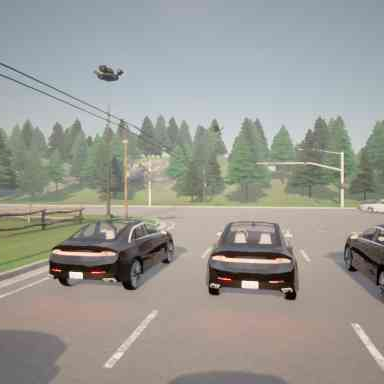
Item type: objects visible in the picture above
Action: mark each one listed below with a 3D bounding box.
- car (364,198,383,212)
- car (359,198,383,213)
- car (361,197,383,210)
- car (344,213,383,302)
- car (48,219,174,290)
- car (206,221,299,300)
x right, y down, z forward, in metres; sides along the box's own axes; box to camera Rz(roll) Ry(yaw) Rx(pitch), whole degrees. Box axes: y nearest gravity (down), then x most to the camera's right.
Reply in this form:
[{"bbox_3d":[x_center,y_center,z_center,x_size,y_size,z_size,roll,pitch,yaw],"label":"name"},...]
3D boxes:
[{"bbox_3d":[22.760,1.492,38.152,4.902,1.511,2.128,0,0,12],"label":"car"},{"bbox_3d":[20.219,1.525,35.109,4.674,1.442,1.812,0,0,12],"label":"car"},{"bbox_3d":[24.031,1.477,41.462,5.008,1.535,1.882,0,0,12],"label":"car"},{"bbox_3d":[4.994,1.491,7.802,2.128,1.511,4.902,0,0,12],"label":"car"},{"bbox_3d":[-1.871,1.491,9.178,2.128,1.511,4.902,0,0,12],"label":"car"},{"bbox_3d":[1.560,1.491,8.483,2.128,1.511,4.902,0,0,12],"label":"car"}]
